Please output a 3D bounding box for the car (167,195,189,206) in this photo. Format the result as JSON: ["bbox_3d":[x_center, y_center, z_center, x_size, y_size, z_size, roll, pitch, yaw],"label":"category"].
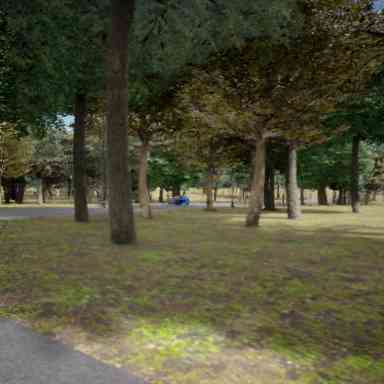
[{"bbox_3d":[-2.640,1.695,66.946,2.150,2.045,5.566,3,1,32],"label":"car"}]

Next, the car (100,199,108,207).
[{"bbox_3d":[-12.157,1.544,51.910,2.097,1.767,4.553,3,1,32],"label":"car"}]
